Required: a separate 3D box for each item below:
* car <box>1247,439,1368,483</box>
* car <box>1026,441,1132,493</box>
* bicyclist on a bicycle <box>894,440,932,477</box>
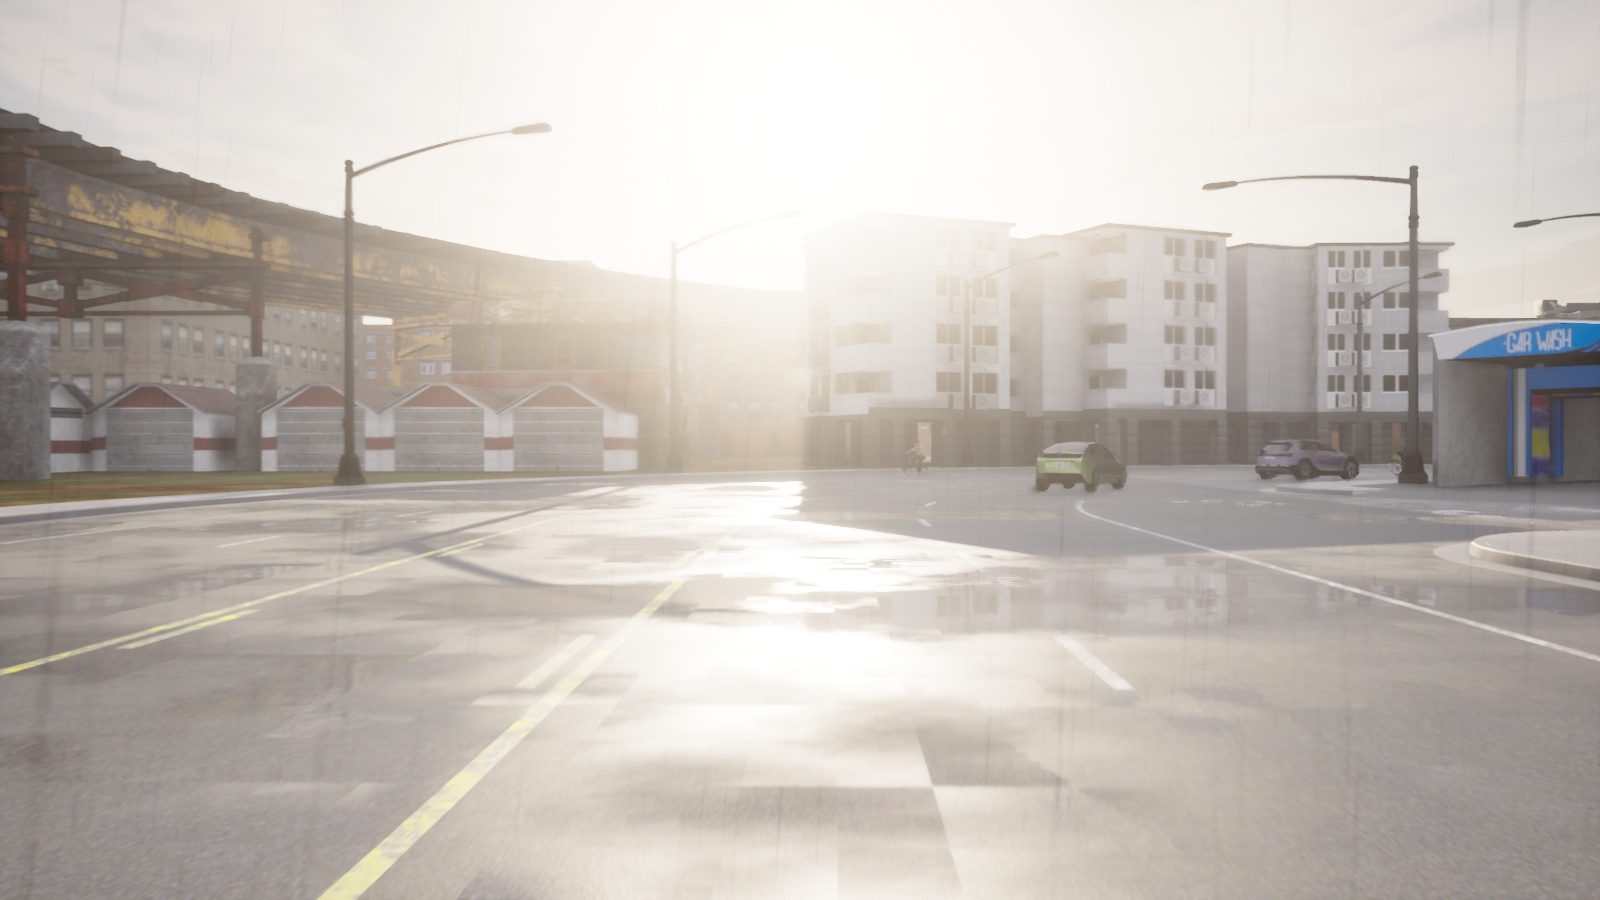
[{"bbox_3d":[20.261,0.413,50.113,4.856,1.649,2.033,0,0,-32],"label":"car"},{"bbox_3d":[8.773,0.481,39.195,2.007,1.525,4.514,0,0,30],"label":"car"},{"bbox_3d":[5.072,0.370,56.294,1.509,1.612,0.866,0,1,-42],"label":"bicyclist on a bicycle"}]
